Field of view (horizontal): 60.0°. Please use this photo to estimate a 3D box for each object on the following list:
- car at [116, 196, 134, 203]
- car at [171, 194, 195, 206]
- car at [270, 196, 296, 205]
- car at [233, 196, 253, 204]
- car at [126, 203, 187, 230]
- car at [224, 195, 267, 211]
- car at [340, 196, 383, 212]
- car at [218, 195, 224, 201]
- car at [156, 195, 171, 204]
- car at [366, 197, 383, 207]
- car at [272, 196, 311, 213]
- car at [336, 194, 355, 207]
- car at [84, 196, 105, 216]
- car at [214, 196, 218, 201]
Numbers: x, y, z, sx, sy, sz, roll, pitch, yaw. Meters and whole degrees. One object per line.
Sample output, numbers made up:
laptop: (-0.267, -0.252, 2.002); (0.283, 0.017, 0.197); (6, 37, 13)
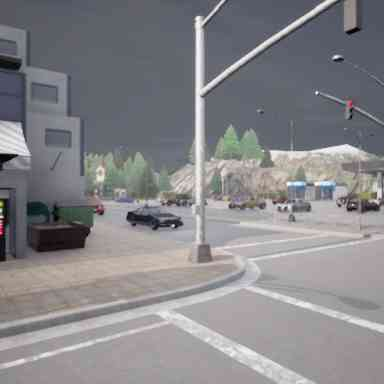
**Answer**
car: (-13.539, 1.548, 67.731); (3.633, 1.501, 1.845); (0, 0, -36)
car: (-0.735, 1.251, 50.470); (3.866, 1.878, 1.905); (0, 0, -36)
car: (15.970, 1.462, 58.246); (4.514, 1.523, 2.007); (0, 0, -36)
car: (10.154, 1.483, 66.372); (3.633, 1.501, 1.845); (0, 0, -36)
car: (-2.738, 1.717, 22.899); (2.033, 1.411, 5.357); (0, 0, -36)
car: (6.756, 1.328, 40.098); (5.027, 1.636, 2.152); (0, 0, -36)
car: (18.634, 1.468, 36.243); (4.514, 1.523, 2.007); (0, 0, -36)
car: (9.440, 1.489, 80.468); (5.027, 1.636, 2.152); (0, 0, -36)
car: (-2.771, 1.272, 52.585); (4.605, 1.855, 1.932); (0, 0, -36)
car: (29.538, 1.520, 52.726); (3.806, 1.475, 1.970); (0, 0, -36)
car: (10.775, 1.406, 35.085); (3.806, 1.475, 1.970); (0, 0, -36)
car: (22.686, 1.261, 47.731); (4.605, 1.855, 1.932); (0, 0, -36)
car: (-10.835, 1.391, 34.121); (2.150, 2.045, 5.566); (0, 0, -36)
car: (7.561, 1.498, 82.981); (4.514, 1.523, 2.007); (0, 0, -36)
